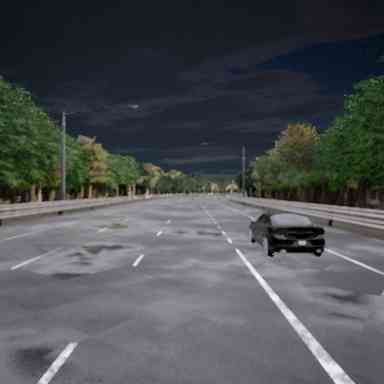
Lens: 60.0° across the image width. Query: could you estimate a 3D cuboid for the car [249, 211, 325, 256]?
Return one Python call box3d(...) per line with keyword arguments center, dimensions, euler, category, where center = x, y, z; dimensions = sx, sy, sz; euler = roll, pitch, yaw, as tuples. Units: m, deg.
box3d(center=(3.517, 1.477, 13.126), dimensions=(1.882, 1.535, 5.008), euler=(0, 0, 0), category="car")
